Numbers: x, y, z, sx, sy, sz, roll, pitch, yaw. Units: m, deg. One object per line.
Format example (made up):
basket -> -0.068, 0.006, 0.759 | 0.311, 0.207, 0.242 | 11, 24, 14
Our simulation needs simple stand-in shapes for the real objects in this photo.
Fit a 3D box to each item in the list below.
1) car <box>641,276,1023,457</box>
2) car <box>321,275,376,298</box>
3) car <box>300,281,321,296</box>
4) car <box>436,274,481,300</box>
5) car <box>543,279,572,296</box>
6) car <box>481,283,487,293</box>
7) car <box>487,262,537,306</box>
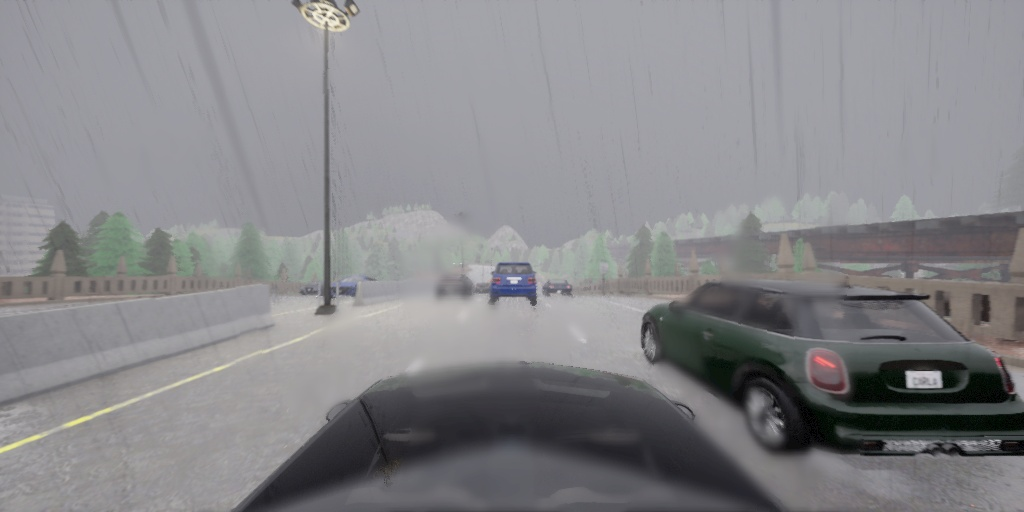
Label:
car -> 3.599, 1.113, 5.260 | 2.097, 1.767, 4.553 | 0, 0, 0
car -> -10.607, 2.064, 24.509 | 1.882, 1.535, 5.008 | 0, -5, 0
car -> -17.604, 2.968, 33.107 | 1.994, 1.385, 4.181 | 0, -6, 0
car -> -3.409, 1.903, 22.269 | 2.128, 1.511, 4.902 | 0, -4, 0
car -> 3.589, 2.577, 29.031 | 1.895, 1.301, 4.718 | 0, -6, 0
car -> -3.418, 4.041, 43.678 | 1.837, 1.490, 4.892 | 0, -6, 0
car -> 0.093, 1.387, 18.526 | 2.150, 2.045, 5.566 | 0, -3, 0
